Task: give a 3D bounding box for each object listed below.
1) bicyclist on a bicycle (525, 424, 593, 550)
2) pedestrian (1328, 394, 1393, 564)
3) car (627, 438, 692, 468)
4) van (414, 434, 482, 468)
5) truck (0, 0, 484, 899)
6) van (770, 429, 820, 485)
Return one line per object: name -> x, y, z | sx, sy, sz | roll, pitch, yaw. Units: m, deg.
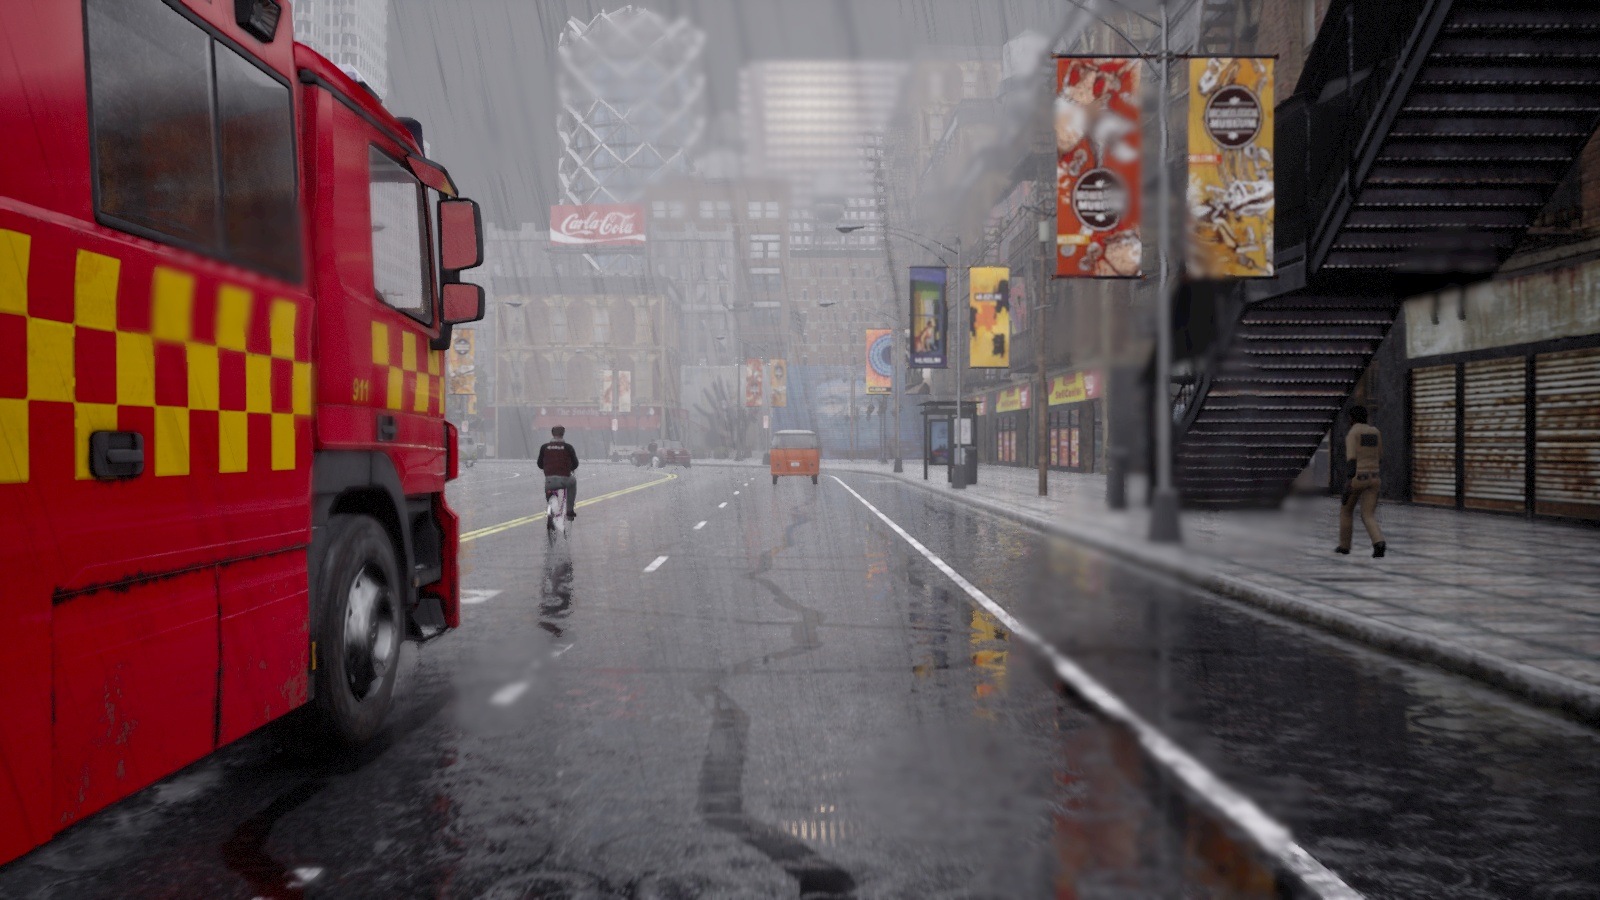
bicyclist on a bicycle -> -3.546, 0.509, 18.613 | 0.659, 1.776, 1.843 | 0, 1, 0
pedestrian -> 6.500, 0.326, 14.586 | 0.396, 1.930, 0.692 | 0, 0, -6
car -> -8.676, 0.163, 77.229 | 2.097, 1.767, 4.553 | 0, 0, -35
van -> -21.143, 0.058, 75.326 | 4.442, 1.987, 1.775 | 0, 0, 40
truck -> -3.477, -0.443, 3.808 | 2.891, 3.827, 8.468 | 0, 0, 0
van -> -0.197, 0.235, 46.918 | 1.775, 1.987, 4.442 | 0, 0, 0
